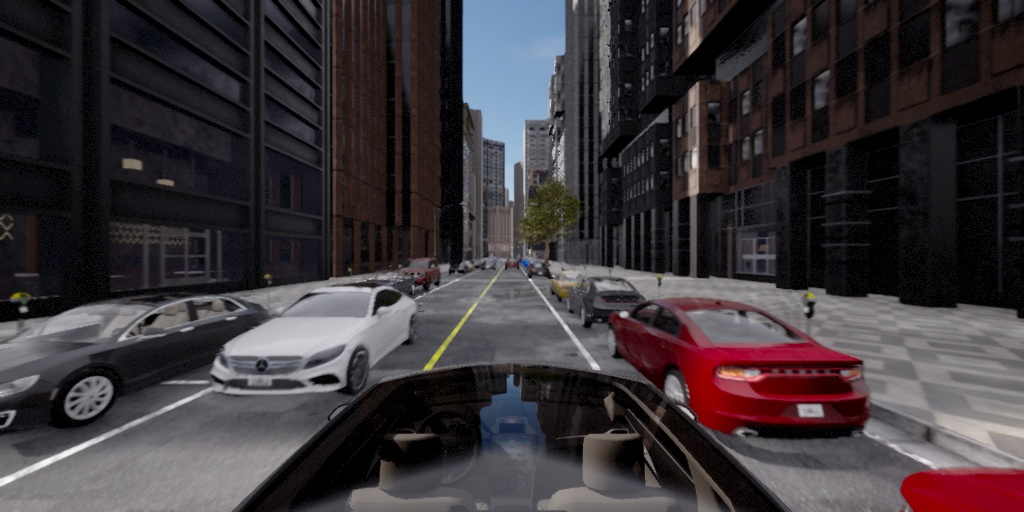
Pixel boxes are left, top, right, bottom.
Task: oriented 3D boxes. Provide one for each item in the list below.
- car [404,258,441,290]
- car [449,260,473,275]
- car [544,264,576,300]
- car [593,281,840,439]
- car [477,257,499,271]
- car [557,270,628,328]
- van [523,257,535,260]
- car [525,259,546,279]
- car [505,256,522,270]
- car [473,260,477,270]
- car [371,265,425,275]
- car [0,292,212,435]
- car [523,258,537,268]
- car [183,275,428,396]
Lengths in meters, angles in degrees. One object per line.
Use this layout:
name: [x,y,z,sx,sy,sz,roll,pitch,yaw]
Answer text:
car: [-5.758,1.050,22.395,2.192,1.841,5.009,0,0,0]
car: [-5.754,1.295,39.252,1.948,1.339,4.313,0,0,0]
car: [2.766,1.264,16.956,1.751,1.417,4.829,0,0,0]
car: [2.764,1.292,5.549,1.888,1.381,4.507,0,0,0]
car: [-3.068,1.218,47.821,2.128,1.511,4.902,0,0,0]
car: [2.765,1.293,11.161,2.007,1.370,4.403,0,0,0]
van: [2.773,1.068,50.495,1.690,1.789,3.998,0,0,0]
car: [2.358,1.257,32.075,1.812,1.442,4.674,0,0,0]
car: [0.026,1.079,52.480,2.097,1.767,4.553,0,0,0]
car: [-5.753,1.254,44.700,1.751,1.417,4.829,0,0,0]
car: [-5.759,1.289,16.777,2.007,1.370,4.403,0,0,0]
car: [-5.761,1.297,5.540,2.007,1.370,4.403,0,0,0]
car: [2.772,1.273,44.877,1.888,1.381,4.507,0,0,0]
car: [-3.099,1.272,6.738,1.812,1.442,4.674,0,0,0]
